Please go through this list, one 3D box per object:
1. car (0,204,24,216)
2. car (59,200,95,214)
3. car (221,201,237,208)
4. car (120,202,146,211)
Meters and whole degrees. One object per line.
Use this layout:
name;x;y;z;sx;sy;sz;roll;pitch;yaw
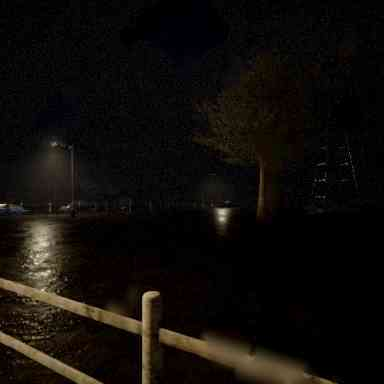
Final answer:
car;-21.041;1.940;35.750;2.033;1.411;5.357;-2;-2;35
car;-15.134;1.912;43.983;2.097;1.767;4.553;-2;-2;36
car;7.710;2.628;69.464;1.994;1.385;4.181;-2;-2;36
car;-9.202;2.259;52.228;1.812;1.442;4.674;-2;-2;36
